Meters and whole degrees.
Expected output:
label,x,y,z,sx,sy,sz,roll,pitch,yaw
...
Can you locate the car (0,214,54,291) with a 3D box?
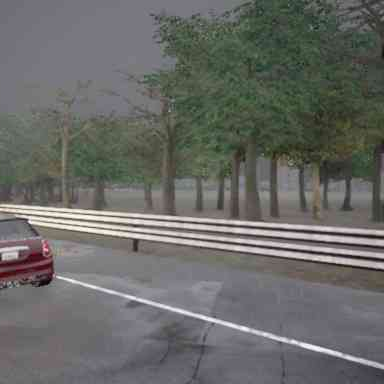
label,x,y,z,sx,sy,sz,roll,pitch,yaw
car,-5.300,1.270,7.857,4.553,1.767,2.097,1,0,37
